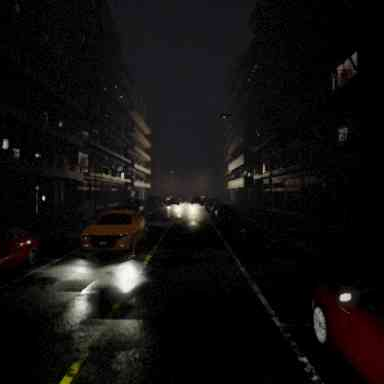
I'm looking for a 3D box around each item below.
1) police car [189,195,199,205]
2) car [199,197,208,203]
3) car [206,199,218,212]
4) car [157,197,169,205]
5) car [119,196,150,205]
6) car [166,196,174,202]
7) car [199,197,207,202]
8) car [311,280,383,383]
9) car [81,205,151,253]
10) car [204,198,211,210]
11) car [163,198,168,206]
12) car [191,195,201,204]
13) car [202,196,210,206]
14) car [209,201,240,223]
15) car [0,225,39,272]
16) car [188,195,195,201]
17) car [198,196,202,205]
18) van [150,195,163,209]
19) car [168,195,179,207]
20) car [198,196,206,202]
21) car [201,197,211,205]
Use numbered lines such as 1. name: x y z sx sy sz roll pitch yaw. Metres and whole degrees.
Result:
1. police car: 0.776 1.627 61.745 1.930 1.638 5.238 0 0 -2
2. car: 2.657 1.823 77.015 1.887 1.381 4.507 0 0 0
3. car: 2.677 1.640 31.722 2.008 1.369 4.403 0 0 0
4. car: -5.719 1.766 65.710 1.887 1.381 4.507 0 0 0
5. car: -5.703 1.404 31.740 2.192 1.841 5.009 0 0 0
6. car: -5.728 1.862 88.188 1.752 1.417 4.829 0 0 0
7. car: 2.654 1.852 82.680 1.887 1.381 4.507 0 0 0
8. car: 2.689 1.555 3.410 1.887 1.381 4.507 0 0 0
9. car: -3.107 1.517 14.066 1.882 1.535 5.008 0 0 0
10. car: 2.675 1.650 37.385 1.887 1.381 4.507 0 0 0
11. car: -5.714 1.482 54.387 2.192 1.841 5.009 0 0 0
12. car: 0.871 1.602 71.625 2.097 1.767 4.553 0 0 0
13. car: 2.672 1.563 43.045 1.967 1.590 4.097 0 0 0
14. car: 2.680 1.624 26.060 2.008 1.369 4.403 0 0 0
15. car: -5.694 1.608 9.089 1.802 1.307 4.206 0 0 0
16. car: -0.039 1.734 95.087 1.882 1.535 5.008 0 0 0
17. car: 2.664 1.633 60.028 1.967 1.590 4.097 0 0 0
18. van: -5.711 1.483 48.727 1.690 1.788 3.998 0 0 0
19. car: -3.083 1.700 56.122 1.812 1.442 4.674 0 0 0
20. car: 2.651 1.865 88.509 1.752 1.417 4.829 0 0 0
21. car: 2.662 1.748 65.860 1.752 1.417 4.829 0 0 0
